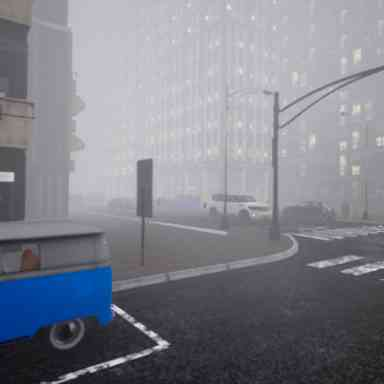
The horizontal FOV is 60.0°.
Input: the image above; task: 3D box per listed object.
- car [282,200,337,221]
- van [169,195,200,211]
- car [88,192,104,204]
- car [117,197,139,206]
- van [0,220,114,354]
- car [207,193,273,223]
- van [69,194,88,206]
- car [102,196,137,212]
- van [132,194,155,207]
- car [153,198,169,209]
[{"bbox_3d":[9.154,1.400,26.350,1.967,1.590,4.097,1,-1,-35],"label":"car"},{"bbox_3d":[-0.651,1.276,40.171,1.690,1.788,3.998,1,-1,-35],"label":"van"},{"bbox_3d":[-17.103,1.087,58.710,2.150,2.045,5.566,1,-1,-35],"label":"car"},{"bbox_3d":[-10.461,1.480,53.989,1.947,1.339,4.313,1,-1,-35],"label":"car"},{"bbox_3d":[-3.084,1.341,4.505,3.998,1.788,1.690,0,1,-35],"label":"van"},{"bbox_3d":[3.375,1.088,24.493,2.150,2.045,5.566,1,0,-35],"label":"car"},{"bbox_3d":[-17.292,1.130,49.141,1.690,1.788,3.998,1,-1,-35],"label":"van"},{"bbox_3d":[-7.488,1.360,35.320,2.008,1.369,4.403,1,-1,-35],"label":"car"},{"bbox_3d":[-7.189,1.262,49.384,1.690,1.788,3.998,1,-1,-35],"label":"van"},{"bbox_3d":[-3.923,1.478,44.776,2.008,1.369,4.403,1,-1,-35],"label":"car"}]
